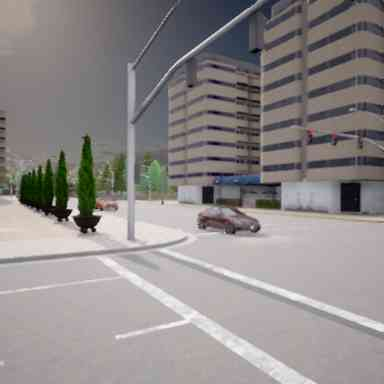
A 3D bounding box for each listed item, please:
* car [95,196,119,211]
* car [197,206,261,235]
[{"bbox_3d":[-10.527,1.334,40.705,2.097,1.767,4.553,0,0,-30],"label":"car"},{"bbox_3d":[1.979,1.584,19.380,1.812,1.442,4.674,0,0,-30],"label":"car"}]
